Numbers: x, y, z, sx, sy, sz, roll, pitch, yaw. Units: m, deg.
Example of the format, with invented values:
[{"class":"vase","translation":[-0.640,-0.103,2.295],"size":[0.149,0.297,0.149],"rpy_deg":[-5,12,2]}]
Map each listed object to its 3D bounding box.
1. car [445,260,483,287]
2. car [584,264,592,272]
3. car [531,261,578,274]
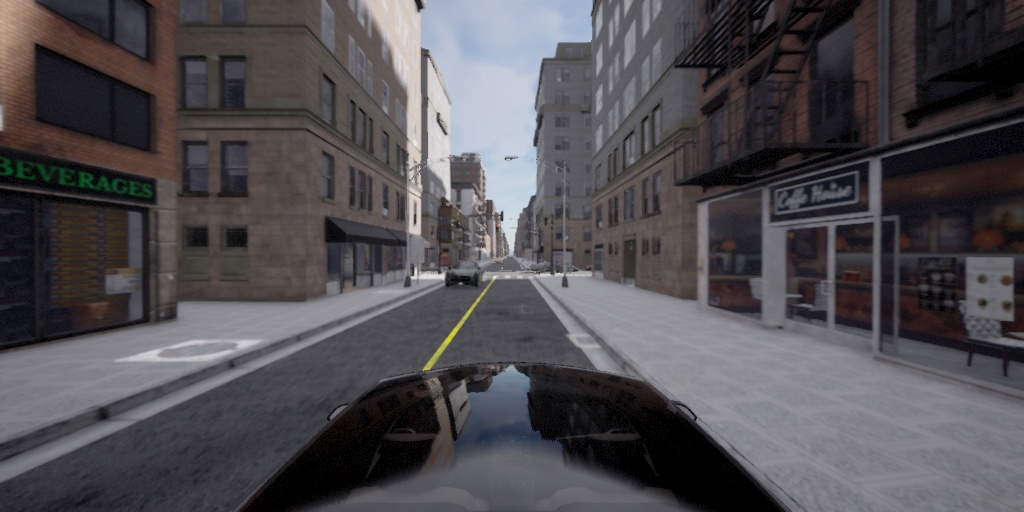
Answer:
[{"class":"car","translation":[-3.097,1.077,23.838],"size":[2.097,1.767,4.553],"rpy_deg":[0,0,0]},{"class":"car","translation":[11.593,1.374,46.928],"size":[4.207,1.307,1.802],"rpy_deg":[0,0,0]},{"class":"car","translation":[4.828,1.317,41.293],"size":[5.357,1.411,2.033],"rpy_deg":[1,0,0]}]
